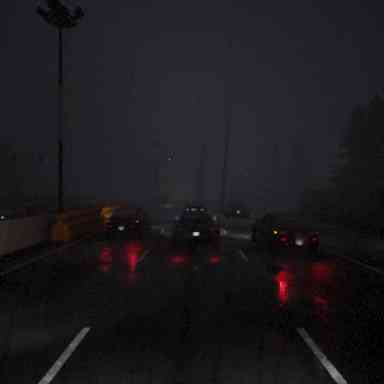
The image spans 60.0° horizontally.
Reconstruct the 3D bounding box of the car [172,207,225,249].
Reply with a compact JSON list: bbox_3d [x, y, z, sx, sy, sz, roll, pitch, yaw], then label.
[{"bbox_3d":[0.160,1.557,14.631,1.994,1.385,4.181,0,0,0],"label":"car"}]

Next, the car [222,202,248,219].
[{"bbox_3d":[3.719,1.551,28.649,1.994,1.385,4.181,0,0,0],"label":"car"}]

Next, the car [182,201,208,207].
[{"bbox_3d":[0.210,1.478,26.423,2.128,1.511,4.902,0,0,0],"label":"car"}]

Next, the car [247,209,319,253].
[{"bbox_3d":[3.653,1.521,13.580,1.812,1.442,4.674,0,0,0],"label":"car"}]

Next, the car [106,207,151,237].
[{"bbox_3d":[-3.331,1.514,17.906,1.812,1.442,4.674,0,0,0],"label":"car"}]
